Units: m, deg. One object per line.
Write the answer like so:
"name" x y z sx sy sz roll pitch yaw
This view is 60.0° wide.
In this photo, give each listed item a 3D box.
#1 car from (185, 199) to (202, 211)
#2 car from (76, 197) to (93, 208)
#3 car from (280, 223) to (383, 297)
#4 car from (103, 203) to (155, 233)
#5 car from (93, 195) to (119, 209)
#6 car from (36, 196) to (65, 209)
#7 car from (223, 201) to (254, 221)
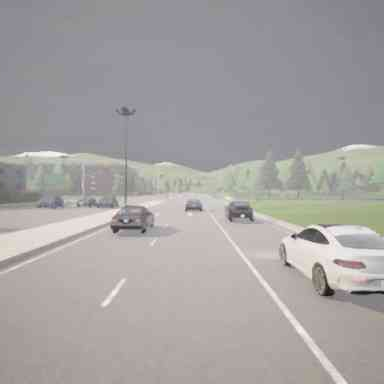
"car" 0.206 1.512 40.003 1.994 1.385 4.181 0 0 0
"car" -14.884 1.424 47.234 2.128 1.511 4.902 0 0 1
"car" 3.629 1.516 8.417 1.812 1.442 4.674 0 0 0
"car" -3.350 1.520 19.451 2.033 1.411 5.357 0 0 0
"car" -11.413 1.286 45.114 2.097 1.767 4.553 0 0 1
"car" -18.430 1.286 43.468 2.097 1.767 4.553 0 0 1
"car" 3.670 1.471 26.454 1.837 1.490 4.892 0 0 0
